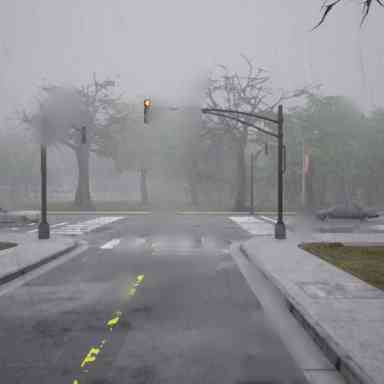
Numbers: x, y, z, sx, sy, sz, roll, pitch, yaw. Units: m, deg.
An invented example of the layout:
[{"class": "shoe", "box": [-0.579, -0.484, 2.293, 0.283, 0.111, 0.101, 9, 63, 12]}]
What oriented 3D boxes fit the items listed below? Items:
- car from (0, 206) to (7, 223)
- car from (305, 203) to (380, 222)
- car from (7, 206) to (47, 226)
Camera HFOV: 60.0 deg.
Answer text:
[{"class": "car", "box": [-14.060, 1.496, 19.637, 4.892, 1.490, 1.837, 0, 0, 0]}, {"class": "car", "box": [11.824, 1.561, 26.330, 5.357, 1.411, 2.033, 0, 0, 0]}, {"class": "car", "box": [-12.629, 1.588, 22.886, 4.718, 1.301, 1.895, 0, 0, 0]}]
